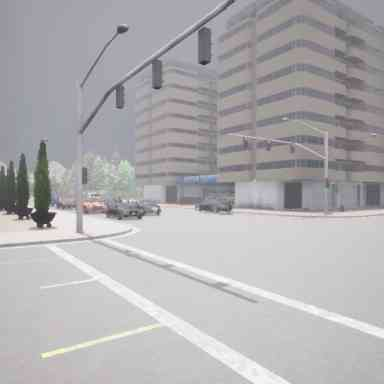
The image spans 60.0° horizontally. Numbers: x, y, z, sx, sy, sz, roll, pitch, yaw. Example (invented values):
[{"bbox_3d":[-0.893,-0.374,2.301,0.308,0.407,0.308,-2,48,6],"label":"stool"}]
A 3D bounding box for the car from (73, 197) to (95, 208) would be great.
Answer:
[{"bbox_3d":[-15.964,1.505,49.028,1.837,1.490,4.892,0,0,-34],"label":"car"}]

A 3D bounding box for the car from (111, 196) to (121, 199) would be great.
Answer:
[{"bbox_3d":[-10.078,1.505,40.532,1.837,1.490,4.892,0,0,-35],"label":"car"}]

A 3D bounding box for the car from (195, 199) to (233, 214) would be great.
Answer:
[{"bbox_3d":[2.260,1.491,35.390,2.128,1.511,4.902,0,0,-35],"label":"car"}]

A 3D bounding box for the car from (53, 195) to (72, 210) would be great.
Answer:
[{"bbox_3d":[-16.405,1.526,43.520,1.812,1.442,4.674,0,0,-35],"label":"car"}]

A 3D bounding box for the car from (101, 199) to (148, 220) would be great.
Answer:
[{"bbox_3d":[-5.811,1.564,28.252,1.994,1.385,4.181,0,0,-35],"label":"car"}]

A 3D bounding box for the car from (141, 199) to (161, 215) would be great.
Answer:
[{"bbox_3d":[-4.834,1.491,32.975,2.128,1.511,4.902,0,0,-35],"label":"car"}]

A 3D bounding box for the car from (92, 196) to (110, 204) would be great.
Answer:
[{"bbox_3d":[-17.472,1.505,63.783,1.837,1.490,4.892,0,0,-34],"label":"car"}]

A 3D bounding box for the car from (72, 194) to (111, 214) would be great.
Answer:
[{"bbox_3d":[-10.767,1.352,35.386,2.097,1.767,4.553,0,0,-35],"label":"car"}]
